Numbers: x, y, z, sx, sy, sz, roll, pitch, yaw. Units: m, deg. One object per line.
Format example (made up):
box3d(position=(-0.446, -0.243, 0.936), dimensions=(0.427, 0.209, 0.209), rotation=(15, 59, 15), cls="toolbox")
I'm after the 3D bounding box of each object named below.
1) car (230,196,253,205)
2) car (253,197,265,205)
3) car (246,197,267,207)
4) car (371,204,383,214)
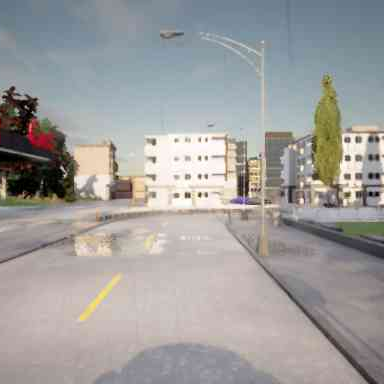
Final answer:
box3d(position=(8.382, 1.417, 57.955), dimensions=(3.633, 1.501, 1.845), rotation=(0, 0, 11), cls="car")
box3d(position=(11.153, 1.504, 57.564), dimensions=(1.853, 1.218, 4.536), rotation=(0, 0, 30), cls="car")
box3d(position=(11.178, 1.661, 57.609), dimensions=(2.038, 1.542, 4.974), rotation=(0, 0, 30), cls="car")
box3d(position=(20.864, 1.519, 34.062), dimensions=(4.674, 1.442, 1.812), rotation=(0, 0, 1), cls="car")
